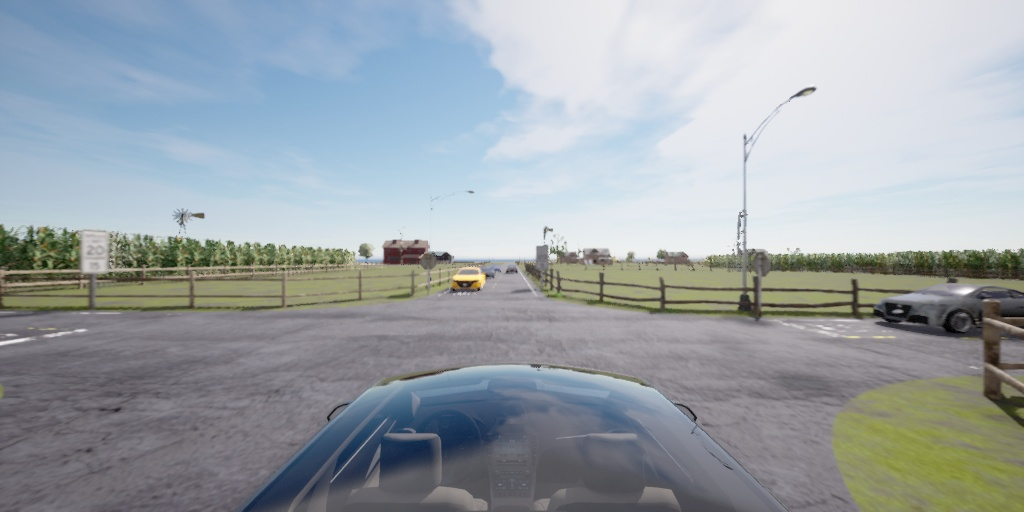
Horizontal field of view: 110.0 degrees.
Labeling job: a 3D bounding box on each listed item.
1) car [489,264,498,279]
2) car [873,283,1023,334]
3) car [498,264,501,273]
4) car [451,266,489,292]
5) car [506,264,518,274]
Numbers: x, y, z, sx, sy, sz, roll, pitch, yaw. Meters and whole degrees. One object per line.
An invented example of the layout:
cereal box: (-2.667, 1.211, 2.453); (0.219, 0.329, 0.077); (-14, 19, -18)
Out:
car: (-2.848, 1.790, 39.113); (1.994, 1.385, 4.181); (0, -1, 0)
car: (13.980, 1.556, 11.121); (4.181, 1.385, 1.994); (0, -1, 1)
car: (-2.770, 1.995, 58.481); (1.812, 1.442, 4.674); (0, -1, 0)
car: (-2.866, 1.518, 24.531); (1.882, 1.535, 5.008); (0, -1, 1)
car: (-0.003, 1.978, 55.345); (2.033, 1.411, 5.357); (0, -1, 0)
